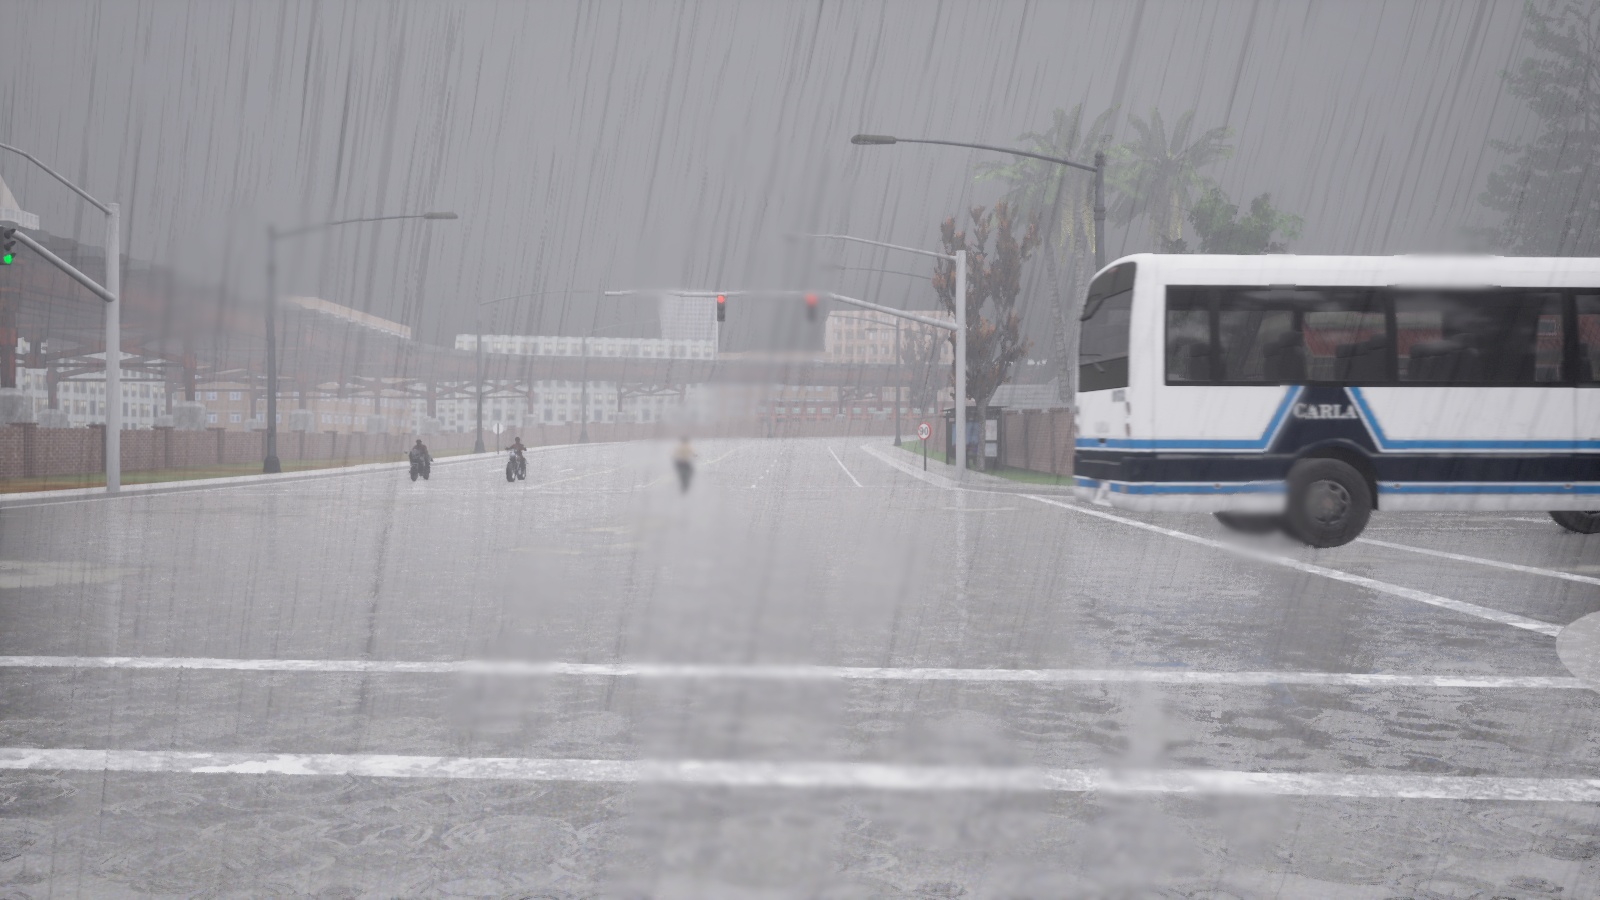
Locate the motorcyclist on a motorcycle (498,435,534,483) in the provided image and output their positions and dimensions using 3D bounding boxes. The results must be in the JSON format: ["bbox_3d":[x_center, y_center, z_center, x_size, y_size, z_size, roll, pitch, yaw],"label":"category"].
[{"bbox_3d":[-10.241,0.312,45.339,0.766,1.649,2.350,0,1,0],"label":"motorcyclist on a motorcycle"}]

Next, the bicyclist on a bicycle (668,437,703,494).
[{"bbox_3d":[-3.286,0.432,36.029,0.866,1.612,1.509,0,1,0],"label":"bicyclist on a bicycle"}]

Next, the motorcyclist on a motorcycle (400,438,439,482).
[{"bbox_3d":[-13.740,0.342,45.423,0.797,1.523,2.044,0,1,0],"label":"motorcyclist on a motorcycle"}]

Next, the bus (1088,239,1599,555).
[{"bbox_3d":[10.015,-0.728,19.106,10.273,4.253,3.944,0,1,-2],"label":"bus"}]
